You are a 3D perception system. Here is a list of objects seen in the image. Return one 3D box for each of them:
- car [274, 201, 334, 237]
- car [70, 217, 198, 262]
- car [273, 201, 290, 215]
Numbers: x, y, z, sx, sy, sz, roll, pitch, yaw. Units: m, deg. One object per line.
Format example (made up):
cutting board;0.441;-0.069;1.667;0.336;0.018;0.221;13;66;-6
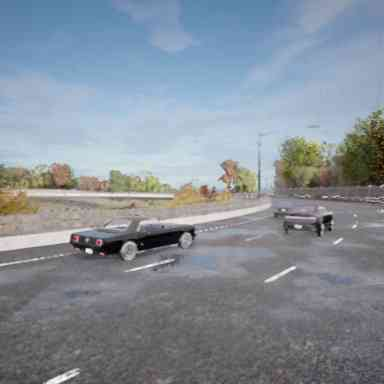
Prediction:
car;6.401;1.445;17.970;2.128;1.511;4.902;0;0;32
car;-1.837;1.541;12.087;1.895;1.301;4.718;0;0;38
car;8.339;1.467;28.629;2.033;1.411;5.357;0;0;26
